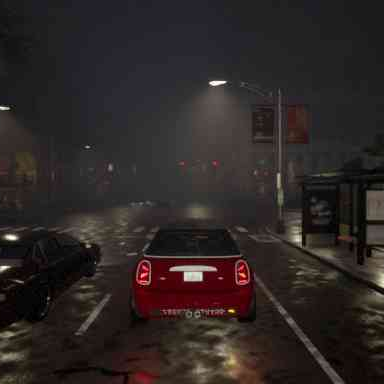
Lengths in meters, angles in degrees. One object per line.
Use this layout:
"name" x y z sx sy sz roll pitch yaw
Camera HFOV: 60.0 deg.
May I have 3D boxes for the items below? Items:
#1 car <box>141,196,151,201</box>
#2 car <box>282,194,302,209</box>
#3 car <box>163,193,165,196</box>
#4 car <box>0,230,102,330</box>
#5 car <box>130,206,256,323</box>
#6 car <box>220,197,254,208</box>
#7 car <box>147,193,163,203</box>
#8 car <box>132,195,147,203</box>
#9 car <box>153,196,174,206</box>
"car" -11.349 1.595 81.681 1.895 1.301 4.718 0 0 0
"car" 14.474 1.221 43.035 5.566 2.045 2.150 0 0 -1
"car" -7.852 1.225 81.550 2.150 2.045 5.566 0 0 0
"car" -3.491 1.547 7.164 2.033 1.411 5.357 0 0 0
"car" 0.008 1.352 7.370 2.097 1.767 4.553 0 0 0
"car" 6.455 1.506 48.086 4.892 1.490 1.837 0 2 21
"car" -7.738 1.477 69.985 1.882 1.535 5.008 0 0 -1
"car" -11.235 1.355 69.680 2.097 1.767 4.553 0 0 -1
"car" -3.875 1.600 45.890 1.895 1.301 4.718 0 0 -1
